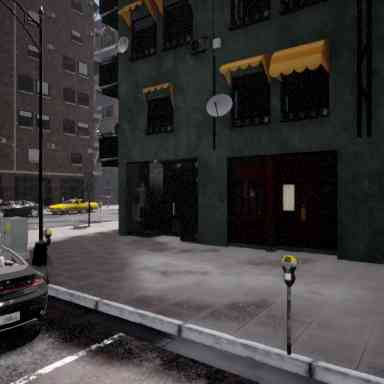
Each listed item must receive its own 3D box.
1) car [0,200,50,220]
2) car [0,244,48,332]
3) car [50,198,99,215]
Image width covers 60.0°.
[{"bbox_3d":[-13.912,1.350,25.977,2.008,1.369,4.403,1,1,35],"label":"car"},{"bbox_3d":[-4.343,1.551,5.969,4.403,1.369,2.008,0,0,35],"label":"car"},{"bbox_3d":[-10.824,1.249,30.403,1.752,1.417,4.829,1,1,35],"label":"car"}]
